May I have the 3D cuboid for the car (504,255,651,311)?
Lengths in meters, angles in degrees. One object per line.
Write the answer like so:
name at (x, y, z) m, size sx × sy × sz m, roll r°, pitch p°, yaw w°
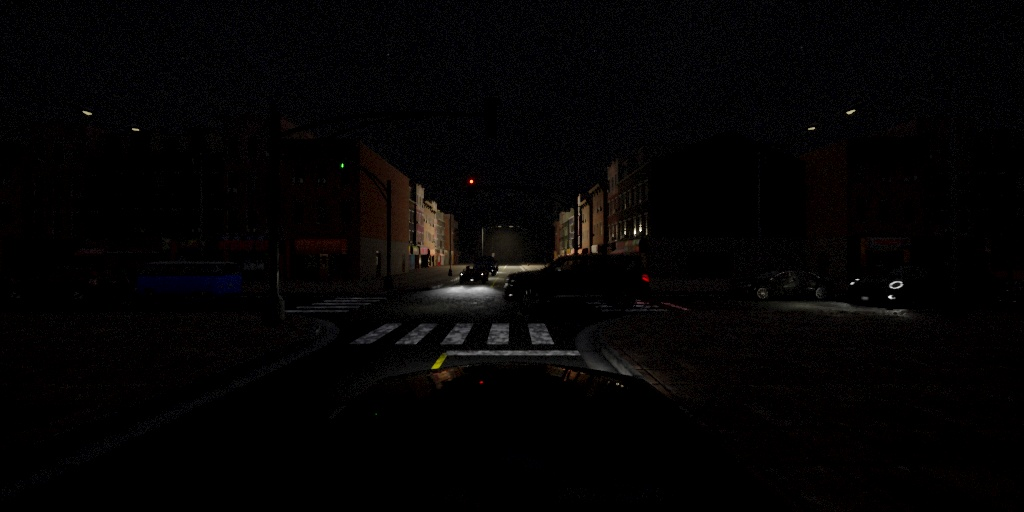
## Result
car at (2.468, 0.970, 13.939) m, size 5.566 × 2.045 × 2.150 m, roll 0°, pitch 0°, yaw 0°

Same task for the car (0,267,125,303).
car at (-20.193, 1.239, 16.406) m, size 4.097 × 1.591 × 1.967 m, roll 0°, pitch 0°, yaw 0°

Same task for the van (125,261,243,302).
van at (-14.718, 1.124, 16.423) m, size 3.998 × 1.789 × 1.690 m, roll 0°, pitch 0°, yaw 0°

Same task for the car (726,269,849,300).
car at (12.285, 1.267, 16.503) m, size 4.403 × 1.370 × 2.007 m, roll 0°, pitch 0°, yaw 0°

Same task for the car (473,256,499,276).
car at (-2.790, 0.995, 37.342) m, size 2.150 × 2.045 × 5.566 m, roll 0°, pitch 0°, yaw 0°

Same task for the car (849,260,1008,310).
car at (15.998, 1.057, 13.977) m, size 4.553 × 1.767 × 2.097 m, roll 0°, pitch 0°, yaw 0°

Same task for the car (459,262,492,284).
car at (-2.805, 1.365, 27.313) m, size 1.895 × 1.301 × 4.718 m, roll 0°, pitch 0°, yaw 0°
